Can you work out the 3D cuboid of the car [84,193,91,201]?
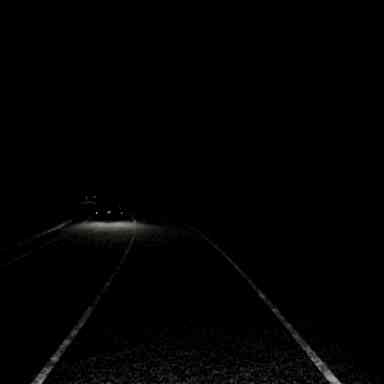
[{"bbox_3d":[-20.431,0.968,66.577,2.097,1.767,4.553,2,0,-22],"label":"car"}]

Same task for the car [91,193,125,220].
[{"bbox_3d":[-6.757,1.123,27.411,2.150,2.045,5.566,1,0,-13],"label":"car"}]
